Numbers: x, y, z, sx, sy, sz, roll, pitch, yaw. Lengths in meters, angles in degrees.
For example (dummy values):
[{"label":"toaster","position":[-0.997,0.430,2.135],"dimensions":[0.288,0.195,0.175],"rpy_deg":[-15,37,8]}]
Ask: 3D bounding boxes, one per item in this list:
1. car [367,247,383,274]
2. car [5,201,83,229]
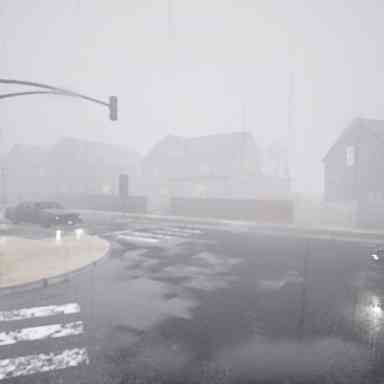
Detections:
[{"label":"car","position":[7.183,1.579,8.582],"dimensions":[5.357,1.411,2.033],"rpy_deg":[1,1,-22]},{"label":"car","position":[-8.587,1.198,19.017],"dimensions":[5.357,1.411,2.033],"rpy_deg":[1,1,35]}]
